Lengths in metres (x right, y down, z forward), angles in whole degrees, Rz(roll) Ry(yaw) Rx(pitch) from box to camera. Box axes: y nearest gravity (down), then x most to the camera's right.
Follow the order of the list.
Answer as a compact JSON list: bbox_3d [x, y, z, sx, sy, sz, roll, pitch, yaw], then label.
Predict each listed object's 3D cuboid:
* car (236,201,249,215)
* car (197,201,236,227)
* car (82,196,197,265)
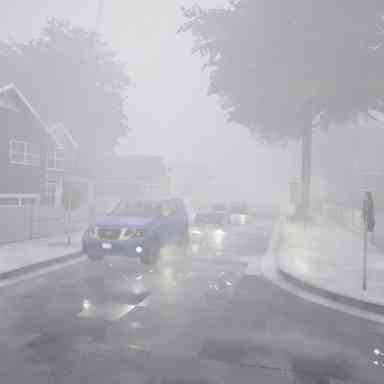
[{"bbox_3d":[5.103,1.680,36.142,1.994,1.385,4.181,1,0,16],"label":"car"},{"bbox_3d":[1.609,1.527,23.873,1.882,1.535,5.008,1,0,16],"label":"car"},{"bbox_3d":[-1.694,1.206,12.235,2.150,2.045,5.566,1,0,16],"label":"car"}]
